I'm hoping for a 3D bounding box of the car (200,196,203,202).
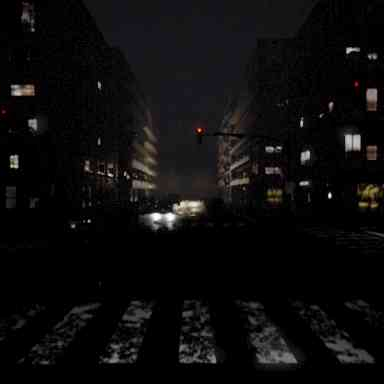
[{"bbox_3d":[2.742,1.572,54.963,1.802,1.307,4.206,0,0,0],"label":"car"}]

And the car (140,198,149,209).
[{"bbox_3d":[-5.660,1.556,32.239,1.947,1.339,4.313,0,0,0],"label":"car"}]

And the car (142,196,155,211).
[{"bbox_3d":[-5.655,1.515,37.752,1.752,1.417,4.829,0,0,0],"label":"car"}]

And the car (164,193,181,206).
[{"bbox_3d":[-3.032,1.206,54.211,2.150,2.045,5.566,0,1,0],"label":"car"}]

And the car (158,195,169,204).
[{"bbox_3d":[-5.628,1.432,66.335,1.967,1.590,4.097,0,0,0],"label":"car"}]

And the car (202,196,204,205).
[{"bbox_3d":[2.731,1.429,43.598,1.967,1.590,4.097,0,0,0],"label":"car"}]

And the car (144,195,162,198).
[{"bbox_3d":[-5.649,1.304,43.604,2.192,1.841,5.009,0,0,0],"label":"car"}]

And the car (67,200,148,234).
[{"bbox_3d":[-5.092,1.505,19.662,2.128,1.511,4.902,0,1,28],"label":"car"}]

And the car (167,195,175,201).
[{"bbox_3d":[-5.607,1.551,89.063,2.008,1.369,4.403,0,0,0],"label":"car"}]

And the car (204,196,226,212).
[{"bbox_3d":[2.726,1.430,37.916,1.967,1.590,4.097,0,0,0],"label":"car"}]

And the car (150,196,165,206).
[{"bbox_3d":[-5.638,1.430,54.969,1.967,1.590,4.097,0,0,0],"label":"car"}]

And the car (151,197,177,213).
[{"bbox_3d":[-3.062,1.590,37.224,1.895,1.301,4.718,0,0,0],"label":"car"}]
